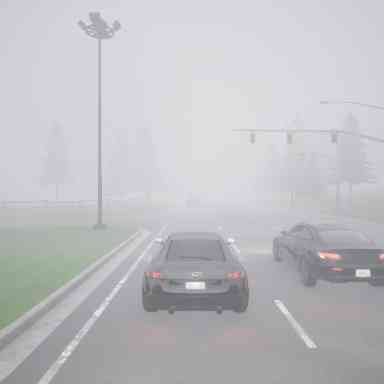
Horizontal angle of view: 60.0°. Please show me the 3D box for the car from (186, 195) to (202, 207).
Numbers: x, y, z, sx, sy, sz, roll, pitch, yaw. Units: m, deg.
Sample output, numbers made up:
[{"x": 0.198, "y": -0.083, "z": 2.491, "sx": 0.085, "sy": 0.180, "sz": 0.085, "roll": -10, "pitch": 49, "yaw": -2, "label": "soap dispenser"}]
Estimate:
[{"x": 0.011, "y": 1.548, "z": 51.130, "sx": 2.033, "sy": 1.411, "sz": 5.357, "roll": 0, "pitch": 0, "yaw": 0, "label": "car"}]

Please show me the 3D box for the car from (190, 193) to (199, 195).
[{"x": 0.429, "y": 1.223, "z": 66.006, "sx": 2.150, "sy": 2.045, "sz": 5.566, "roll": 0, "pitch": 0, "yaw": 0, "label": "car"}]

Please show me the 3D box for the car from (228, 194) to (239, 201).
[{"x": 10.518, "y": 1.517, "z": 82.164, "sx": 1.812, "sy": 1.442, "sz": 4.674, "roll": 0, "pitch": 0, "yaw": 0, "label": "car"}]

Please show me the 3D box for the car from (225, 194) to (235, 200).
[{"x": 10.520, "y": 1.372, "z": 92.168, "sx": 2.033, "sy": 1.411, "sz": 5.357, "roll": 0, "pitch": 0, "yaw": 0, "label": "car"}]

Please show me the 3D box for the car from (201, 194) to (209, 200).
[{"x": 3.520, "y": 1.358, "z": 92.169, "sx": 2.128, "sy": 1.511, "sz": 4.902, "roll": 0, "pitch": 0, "yaw": 0, "label": "car"}]

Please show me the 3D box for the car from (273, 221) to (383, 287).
[{"x": 3.581, "y": 1.526, "z": 9.233, "sx": 1.812, "sy": 1.442, "sz": 4.674, "roll": 0, "pitch": 0, "yaw": 0, "label": "car"}]

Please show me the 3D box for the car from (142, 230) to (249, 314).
[{"x": 0.072, "y": 1.564, "z": 7.687, "sx": 1.994, "sy": 1.385, "sz": 4.181, "roll": 0, "pitch": 0, "yaw": 0, "label": "car"}]

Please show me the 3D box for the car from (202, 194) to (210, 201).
[{"x": 3.518, "y": 1.545, "z": 82.166, "sx": 1.994, "sy": 1.385, "sz": 4.181, "roll": 0, "pitch": 0, "yaw": 0, "label": "car"}]

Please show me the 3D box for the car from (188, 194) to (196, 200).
[{"x": 0.020, "y": 1.358, "z": 92.170, "sx": 2.128, "sy": 1.511, "sz": 4.902, "roll": 0, "pitch": 0, "yaw": 0, "label": "car"}]

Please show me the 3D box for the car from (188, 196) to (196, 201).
[{"x": 0.018, "y": 1.588, "z": 82.197, "sx": 1.895, "sy": 1.301, "sz": 4.718, "roll": 0, "pitch": 0, "yaw": 0, "label": "car"}]

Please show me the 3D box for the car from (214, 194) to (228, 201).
[{"x": 7.018, "y": 1.517, "z": 82.165, "sx": 1.812, "sy": 1.442, "sz": 4.674, "roll": 0, "pitch": 0, "yaw": 0, "label": "car"}]
